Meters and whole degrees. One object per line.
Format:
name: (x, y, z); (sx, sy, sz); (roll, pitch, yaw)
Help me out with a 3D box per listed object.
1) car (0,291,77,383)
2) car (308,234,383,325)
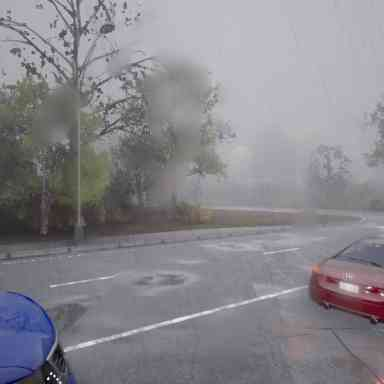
car: (-3.355, 1.221, 1.326); (5.566, 2.045, 2.150); (0, 0, -36)
car: (4.269, 1.564, 6.715); (4.181, 1.385, 1.994); (0, 0, -35)
